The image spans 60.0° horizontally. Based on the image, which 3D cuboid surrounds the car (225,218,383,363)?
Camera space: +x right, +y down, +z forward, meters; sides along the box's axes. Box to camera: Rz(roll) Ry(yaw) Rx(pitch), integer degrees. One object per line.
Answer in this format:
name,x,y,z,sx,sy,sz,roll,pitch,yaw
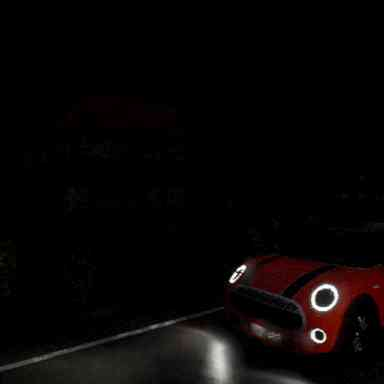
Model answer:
car,2.749,1.363,6.038,4.553,1.767,2.097,0,0,-36
